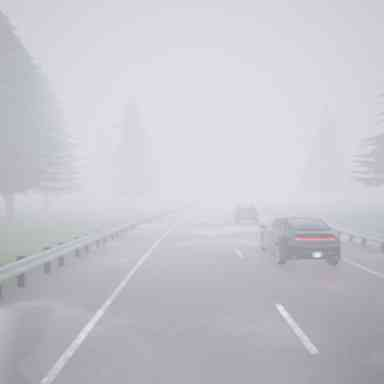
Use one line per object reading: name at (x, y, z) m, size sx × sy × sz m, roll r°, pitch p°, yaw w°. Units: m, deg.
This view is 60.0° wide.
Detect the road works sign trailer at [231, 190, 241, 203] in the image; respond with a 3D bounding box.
road works sign trailer at (11.646, 1.164, 87.700) m, size 2.380 × 3.560 × 2.880 m, roll 0°, pitch 0°, yaw 17°

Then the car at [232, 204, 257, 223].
car at (4.369, 1.712, 27.404) m, size 2.128 × 1.511 × 4.902 m, roll 0°, pitch 0°, yaw 5°

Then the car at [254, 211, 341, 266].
car at (3.655, 1.598, 11.924) m, size 1.837 × 1.490 × 4.892 m, roll 0°, pitch -1°, yaw 2°
